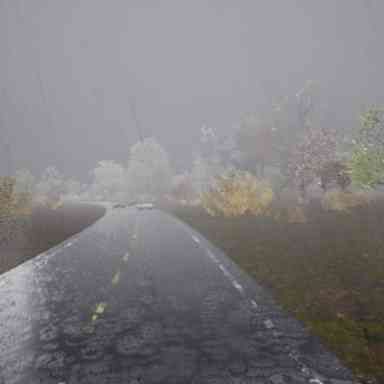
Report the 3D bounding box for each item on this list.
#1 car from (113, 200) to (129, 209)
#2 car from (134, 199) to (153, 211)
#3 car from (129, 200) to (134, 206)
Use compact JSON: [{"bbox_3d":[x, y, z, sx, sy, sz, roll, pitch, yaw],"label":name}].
[{"bbox_3d":[-11.982,2.068,54.641,1.994,1.385,4.181,-2,0,-14],"label":"car"},{"bbox_3d":[-6.660,1.911,46.328,1.895,1.301,4.718,-2,0,-13],"label":"car"},{"bbox_3d":[-11.566,2.105,64.517,1.895,1.301,4.718,-2,0,-16],"label":"car"}]
